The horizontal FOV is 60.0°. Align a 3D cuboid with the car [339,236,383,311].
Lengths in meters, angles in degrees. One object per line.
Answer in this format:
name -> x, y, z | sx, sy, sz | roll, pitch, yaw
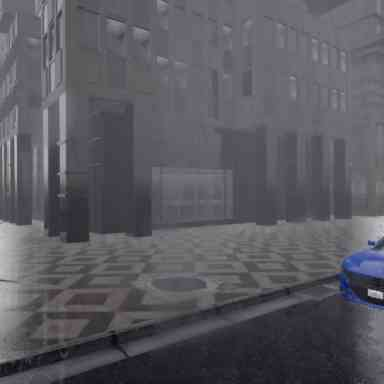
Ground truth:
car -> 5.157, 1.476, 7.178 | 5.008, 1.535, 1.882 | 0, 0, -36
